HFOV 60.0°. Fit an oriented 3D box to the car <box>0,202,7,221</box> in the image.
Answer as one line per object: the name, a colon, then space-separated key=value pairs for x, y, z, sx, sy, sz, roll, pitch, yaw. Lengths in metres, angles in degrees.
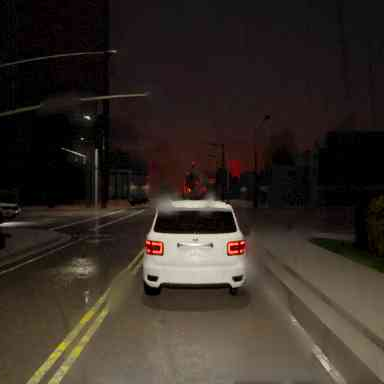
car: x=-16.219 y=1.667 z=24.062 sx=4.181 sy=1.385 sz=1.994 roll=-1 pitch=0 yaw=0

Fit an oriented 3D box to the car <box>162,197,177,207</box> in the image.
car: x=-3.530 y=1.564 z=52.961 sx=1.994 sy=1.385 sz=4.181 roll=0 pitch=0 yaw=0

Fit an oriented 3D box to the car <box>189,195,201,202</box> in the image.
car: x=0.839 y=1.465 z=78.688 sx=1.882 sy=1.535 sz=5.008 roll=0 pitch=0 yaw=12

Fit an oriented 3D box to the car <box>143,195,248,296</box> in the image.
car: x=0.080 y=1.221 z=8.818 sx=2.150 sy=2.045 sz=5.566 roll=0 pitch=0 yaw=0

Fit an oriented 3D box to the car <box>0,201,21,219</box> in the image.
car: x=-17.298 y=1.339 z=27.558 sx=5.566 sy=2.045 sz=2.150 roll=-1 pitch=0 yaw=0
